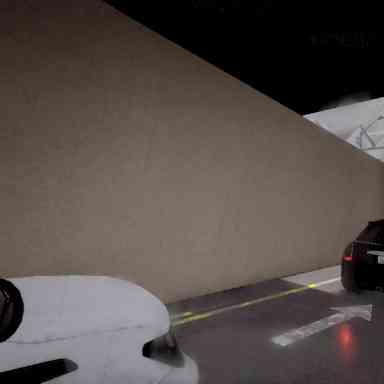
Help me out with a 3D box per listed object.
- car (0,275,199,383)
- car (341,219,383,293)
[{"bbox_3d":[-2.606,1.221,1.930,5.566,2.045,2.150,0,0,-35],"label":"car"},{"bbox_3d":[5.489,1.352,7.679,4.553,1.767,2.097,0,0,-36],"label":"car"}]
